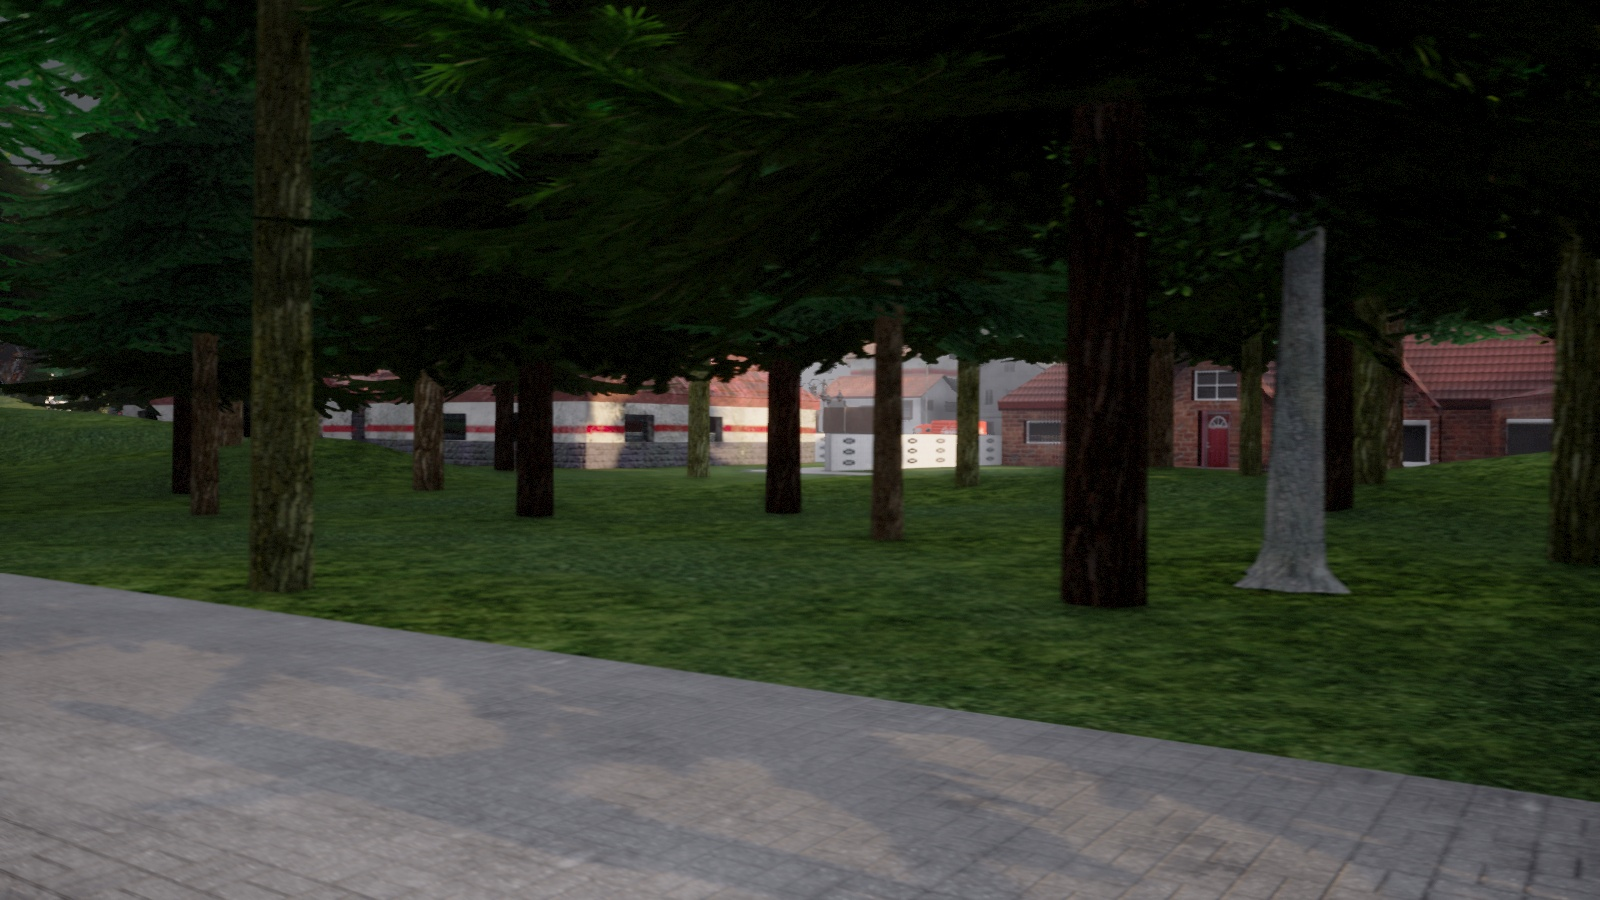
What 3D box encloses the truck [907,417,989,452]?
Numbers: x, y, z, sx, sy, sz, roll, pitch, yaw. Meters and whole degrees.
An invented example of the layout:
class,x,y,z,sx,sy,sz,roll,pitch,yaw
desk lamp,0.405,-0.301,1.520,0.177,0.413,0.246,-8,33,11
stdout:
class,x,y,z,sx,sy,sz,roll,pitch,yaw
truck,10.715,-1.093,90.935,5.204,2.467,2.627,0,1,34
